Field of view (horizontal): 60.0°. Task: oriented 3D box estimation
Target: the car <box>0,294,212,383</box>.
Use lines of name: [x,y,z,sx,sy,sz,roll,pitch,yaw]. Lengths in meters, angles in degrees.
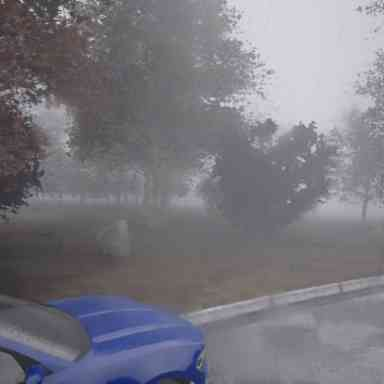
car: [-2.087,1.481,2.382,5.008,1.535,2.097,0,0,-38]
